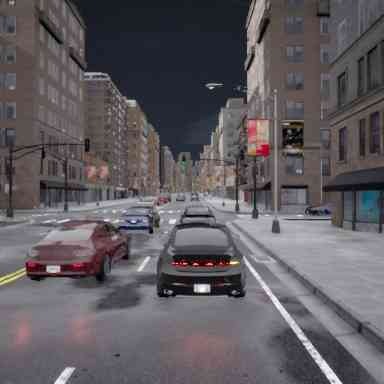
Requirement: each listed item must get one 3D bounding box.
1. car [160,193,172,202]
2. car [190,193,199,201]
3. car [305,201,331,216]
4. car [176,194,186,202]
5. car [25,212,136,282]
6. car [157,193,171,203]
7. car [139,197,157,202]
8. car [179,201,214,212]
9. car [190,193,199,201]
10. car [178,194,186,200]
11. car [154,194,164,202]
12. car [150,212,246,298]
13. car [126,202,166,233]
[{"bbox_3d":[-5.874,1.170,75.458,2.150,2.045,5.566,0,0,0],"label":"car"},{"bbox_3d":[0.637,1.473,75.392,1.812,1.442,4.674,0,0,0],"label":"car"},{"bbox_3d":[14.124,1.634,33.127,5.357,1.411,2.033,0,-1,-3],"label":"car"},{"bbox_3d":[-2.622,1.493,75.655,1.994,1.385,4.181,0,0,0],"label":"car"},{"bbox_3d":[-3.026,1.527,9.635,1.812,1.442,4.674,0,0,1],"label":"car"},{"bbox_3d":[-5.998,1.183,64.765,2.150,2.045,5.566,0,0,1],"label":"car"},{"bbox_3d":[-6.212,1.582,44.093,1.895,1.301,4.718,0,0,0],"label":"car"},{"bbox_3d":[0.290,1.491,18.285,2.128,1.511,4.902,0,0,-1],"label":"car"},{"bbox_3d":[0.706,1.160,85.660,2.150,2.045,5.566,0,0,0],"label":"car"},{"bbox_3d":[-2.545,1.245,85.658,1.882,1.535,5.008,0,0,0],"label":"car"},{"bbox_3d":[-6.126,1.498,54.104,1.812,1.442,4.674,0,0,1],"label":"car"},{"bbox_3d":[0.206,1.506,8.494,1.837,1.490,4.892,0,0,0],"label":"car"},{"bbox_3d":[-2.956,1.546,19.436,2.033,1.411,5.357,0,0,0],"label":"car"}]
